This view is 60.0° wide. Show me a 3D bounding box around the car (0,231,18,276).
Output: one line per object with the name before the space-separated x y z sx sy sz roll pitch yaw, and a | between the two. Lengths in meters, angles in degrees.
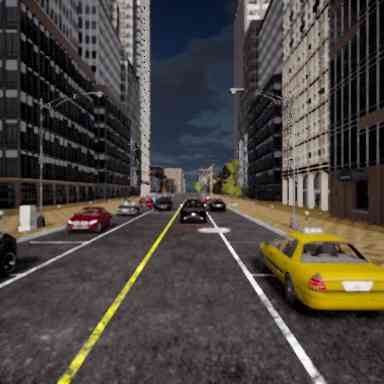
car | -5.687 1.531 7.570 1.947 1.339 4.313 0 0 0

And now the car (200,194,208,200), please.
car | 2.691 1.143 76.031 1.752 1.417 4.829 0 0 0

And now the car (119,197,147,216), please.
car | -5.688 1.407 30.338 2.008 1.369 4.403 0 0 0

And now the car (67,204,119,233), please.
car | -5.687 1.493 18.952 1.802 1.307 4.206 0 0 0

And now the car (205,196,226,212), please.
car | 2.692 1.394 36.018 1.947 1.339 4.313 0 0 0

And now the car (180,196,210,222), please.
car | 0.101 1.358 25.250 1.882 1.535 5.008 0 1 0

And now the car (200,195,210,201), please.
car | 2.691 1.232 70.169 1.802 1.307 4.206 0 0 0

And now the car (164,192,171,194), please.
car | -5.689 1.090 70.182 1.967 1.590 4.097 0 0 0

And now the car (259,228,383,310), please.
car | 2.694 1.490 7.727 1.752 1.417 4.829 0 0 0

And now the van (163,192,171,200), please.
van | -5.688 0.960 75.874 1.690 1.788 3.998 0 0 0

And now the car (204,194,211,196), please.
car | 2.693 1.151 58.784 1.967 1.590 4.097 0 0 0

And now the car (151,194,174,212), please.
car | -3.038 1.300 37.028 1.882 1.535 5.008 0 0 0

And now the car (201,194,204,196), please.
car | 0.099 1.300 42.179 2.163 1.488 4.792 0 0 0

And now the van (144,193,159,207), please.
van | -5.688 1.111 47.414 1.690 1.788 3.998 0 0 0

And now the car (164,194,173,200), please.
car | -5.690 1.154 81.568 1.947 1.339 4.313 0 0 0

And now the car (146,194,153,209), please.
car | -5.688 1.344 41.722 1.887 1.381 4.507 0 0 0

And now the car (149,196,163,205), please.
car | -5.689 1.323 53.107 1.802 1.307 4.206 0 0 0
